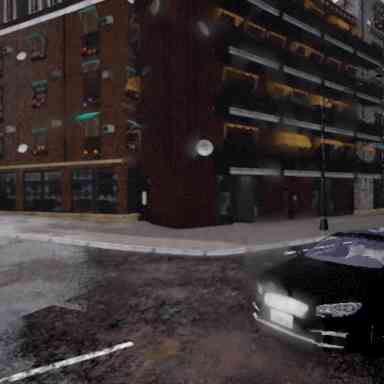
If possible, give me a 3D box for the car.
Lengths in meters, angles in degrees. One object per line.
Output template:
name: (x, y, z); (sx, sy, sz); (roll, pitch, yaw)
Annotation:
car: (3.215, 1.486, 6.056); (4.902, 1.511, 2.128); (0, 0, -36)
